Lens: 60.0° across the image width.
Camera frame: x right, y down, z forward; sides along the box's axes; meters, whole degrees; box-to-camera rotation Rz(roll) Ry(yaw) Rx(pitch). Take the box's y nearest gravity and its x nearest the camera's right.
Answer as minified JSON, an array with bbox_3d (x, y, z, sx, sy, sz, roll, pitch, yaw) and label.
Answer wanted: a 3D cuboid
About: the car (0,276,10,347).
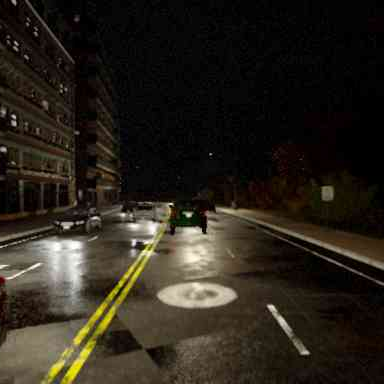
[{"bbox_3d":[-3.381,1.504,2.435,1.882,1.535,5.008,0,0,0],"label":"car"}]

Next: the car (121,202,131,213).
[{"bbox_3d":[-7.911,1.952,43.206,2.033,1.411,5.357,0,-1,-3],"label":"car"}]

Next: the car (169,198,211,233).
[{"bbox_3d":[-0.262,1.419,21.068,2.150,2.045,5.566,0,-1,-2],"label":"car"}]

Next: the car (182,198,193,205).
[{"bbox_3d":[-1.146,2.225,77.078,2.033,1.411,5.357,0,0,-7],"label":"car"}]

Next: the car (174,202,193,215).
[{"bbox_3d":[-1.121,1.917,40.135,2.033,1.411,5.357,0,-1,-3],"label":"car"}]

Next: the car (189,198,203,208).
[{"bbox_3d":[0.684,1.890,59.701,2.097,1.767,4.553,0,-1,-5],"label":"car"}]

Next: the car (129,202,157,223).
[{"bbox_3d":[-3.989,1.795,28.598,1.812,1.442,4.674,0,-1,-2],"label":"car"}]

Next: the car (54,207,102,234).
[{"bbox_3d":[-6.954,1.689,20.695,2.128,1.511,4.902,0,0,-2],"label":"car"}]

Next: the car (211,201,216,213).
[{"bbox_3d":[1.908,1.874,43.498,1.882,1.535,5.008,0,-1,-3],"label":"car"}]
